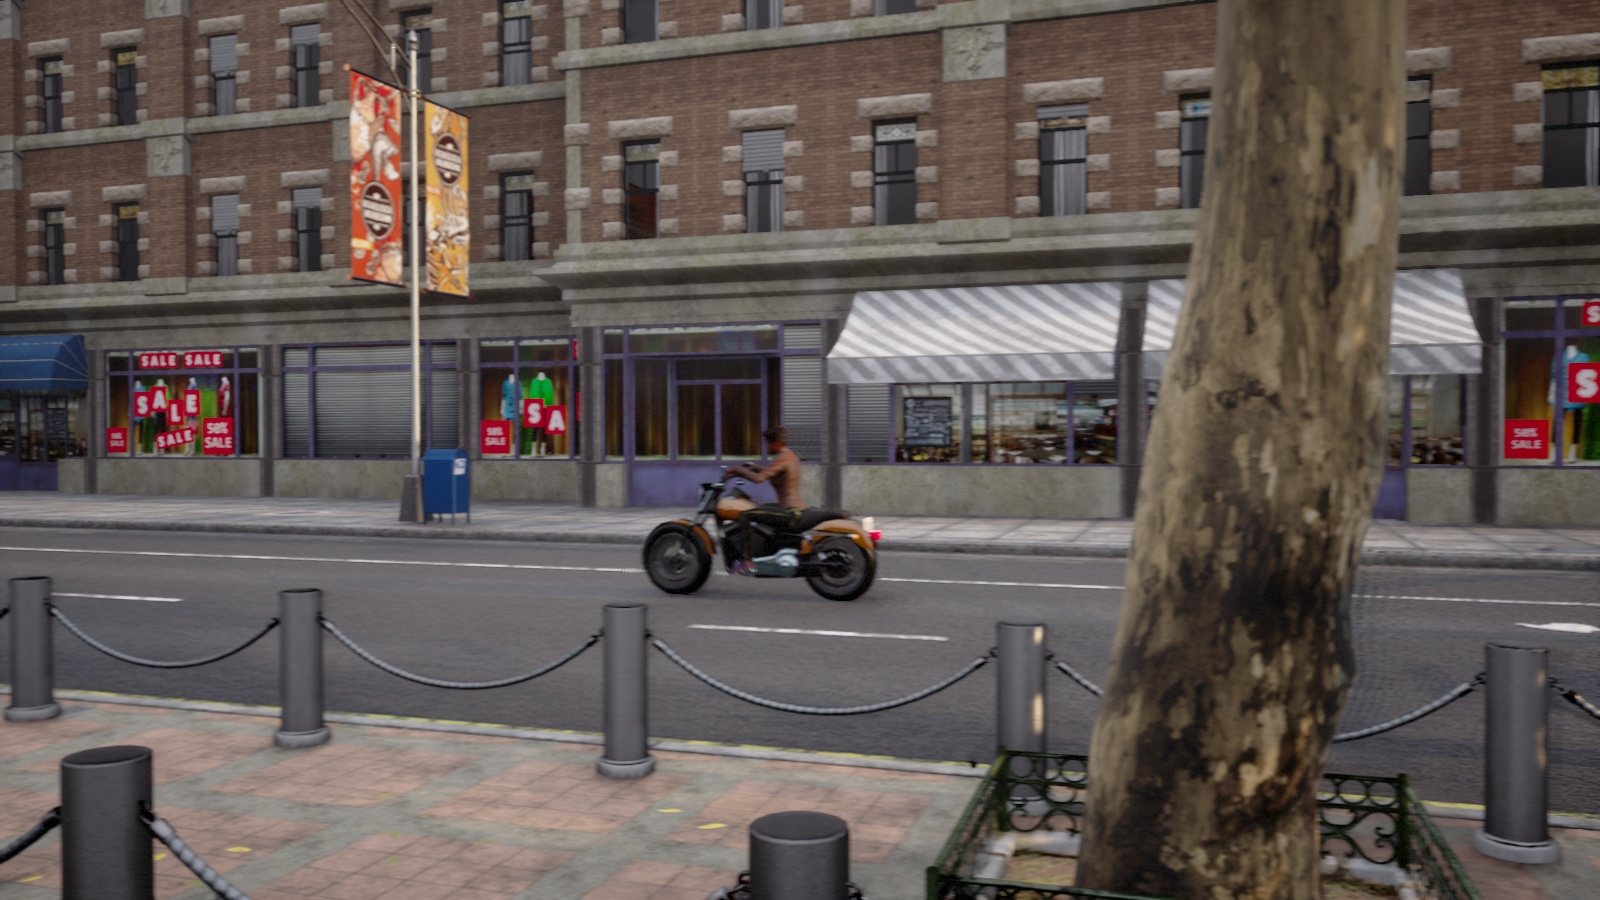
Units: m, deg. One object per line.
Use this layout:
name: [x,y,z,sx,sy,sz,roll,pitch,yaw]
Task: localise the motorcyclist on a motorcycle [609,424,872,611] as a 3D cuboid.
motorcyclist on a motorcycle: [-0.562,0.585,11.821,2.350,1.649,0.766,0,1,19]
